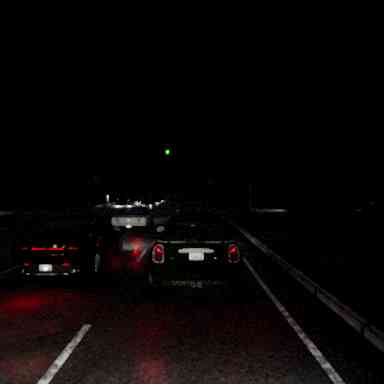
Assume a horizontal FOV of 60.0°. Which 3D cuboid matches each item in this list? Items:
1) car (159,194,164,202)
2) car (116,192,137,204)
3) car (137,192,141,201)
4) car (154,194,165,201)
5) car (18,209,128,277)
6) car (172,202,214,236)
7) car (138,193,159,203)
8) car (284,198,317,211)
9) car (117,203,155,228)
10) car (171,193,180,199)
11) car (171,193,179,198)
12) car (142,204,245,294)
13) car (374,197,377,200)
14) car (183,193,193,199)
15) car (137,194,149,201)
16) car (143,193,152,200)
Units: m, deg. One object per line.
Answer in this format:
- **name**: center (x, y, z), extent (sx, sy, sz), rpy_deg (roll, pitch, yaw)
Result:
- **car**: center (-7.208, 1.296, 65.845), extent (2.033, 1.411, 5.357), rpy_deg (0, 0, 1)
- **car**: center (-10.725, 1.166, 53.627), extent (2.097, 1.767, 4.553), rpy_deg (0, 0, 0)
- **car**: center (-10.716, 0.988, 63.069), extent (2.150, 2.045, 5.566), rpy_deg (0, 0, 0)
- **car**: center (-7.343, 1.207, 76.272), extent (2.033, 1.411, 5.357), rpy_deg (0, 0, -1)
- **car**: center (-3.422, 1.505, 10.181), extent (1.837, 1.490, 4.892), rpy_deg (0, 0, 0)
- **car**: center (0.053, 1.455, 19.293), extent (2.128, 1.511, 4.902), rpy_deg (0, 0, 0)
- **car**: center (-7.230, 1.352, 55.777), extent (2.033, 1.411, 5.357), rpy_deg (0, 0, 0)
- **car**: center (13.691, 1.424, 39.028), extent (5.357, 1.411, 2.033), rpy_deg (0, 0, -3)
- **car**: center (-3.450, 1.559, 20.307), extent (1.895, 1.301, 4.718), rpy_deg (0, 0, 0)
- **car**: center (-4.186, 1.057, 85.156), extent (1.882, 1.535, 5.008), rpy_deg (0, 1, -4)
- **car**: center (-4.970, 0.966, 95.322), extent (1.837, 1.490, 4.892), rpy_deg (0, 1, -7)
- **car**: center (0.081, 1.354, 9.003), extent (2.097, 1.767, 4.553), rpy_deg (0, 0, 0)
- **car**: center (22.756, 1.226, 39.560), extent (4.553, 1.767, 2.097), rpy_deg (0, 0, -3)
- **car**: center (-0.728, 1.086, 85.857), extent (1.812, 1.442, 4.674), rpy_deg (0, 1, -4)
- **car**: center (-10.772, 1.219, 73.292), extent (2.128, 1.511, 4.902), rpy_deg (0, 0, -1)
- **car**: center (-11.113, 1.118, 83.514), extent (1.812, 1.442, 4.674), rpy_deg (0, 1, -2)
